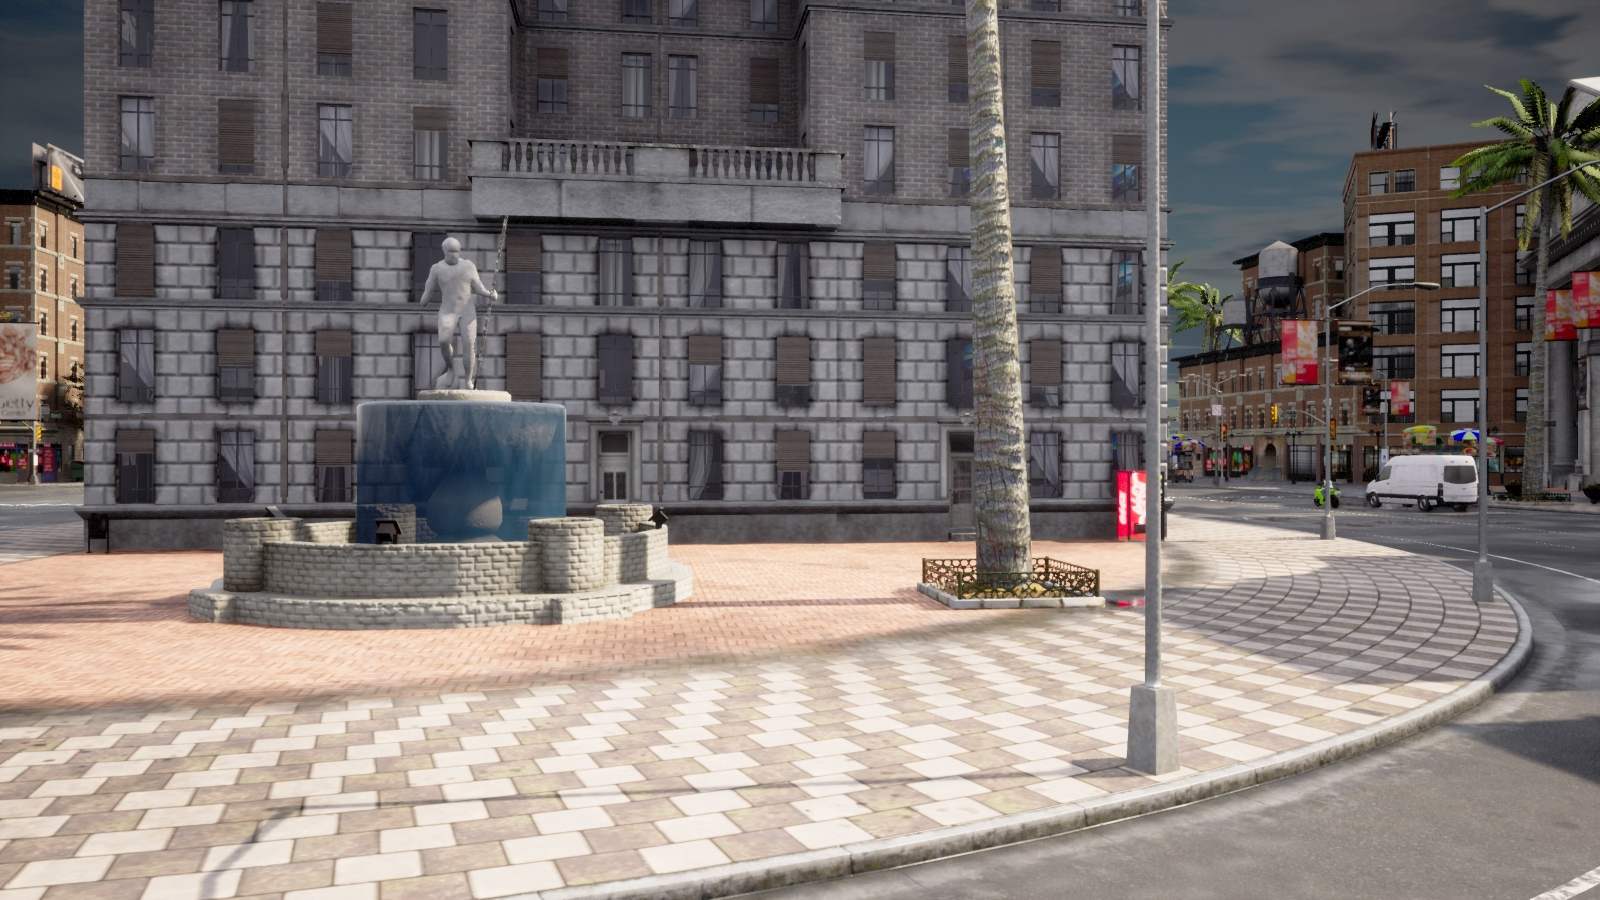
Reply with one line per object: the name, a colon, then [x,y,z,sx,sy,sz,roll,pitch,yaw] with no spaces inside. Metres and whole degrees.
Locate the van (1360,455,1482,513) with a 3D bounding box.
van: [29.228,1.534,54.041,1.988,2.561,5.915,0,0,-7]

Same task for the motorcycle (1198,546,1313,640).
motorcycle: [7.072,2.182,17.727,1.805,1.236,0.856,0,0,-38]

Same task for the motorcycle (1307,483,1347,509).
motorcycle: [25.547,2.213,55.422,0.803,1.145,2.033,0,0,-7]

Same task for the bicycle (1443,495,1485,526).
bicycle: [24.749,2.256,42.614,0.859,1.080,1.487,0,0,8]

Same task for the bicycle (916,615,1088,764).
bicycle: [1.895,2.206,10.671,1.643,1.196,0.373,0,-1,-24]
